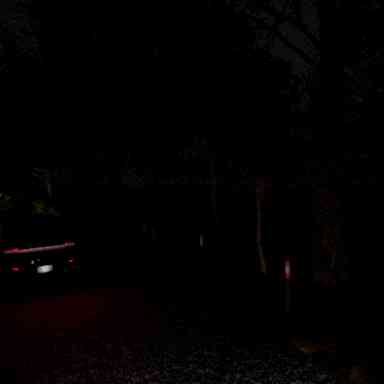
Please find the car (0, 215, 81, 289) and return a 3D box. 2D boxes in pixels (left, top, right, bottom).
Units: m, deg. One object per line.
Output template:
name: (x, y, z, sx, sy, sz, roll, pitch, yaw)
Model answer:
car: (-4.514, 1.378, 9.097, 2.128, 1.511, 4.902, -3, 3, -34)
